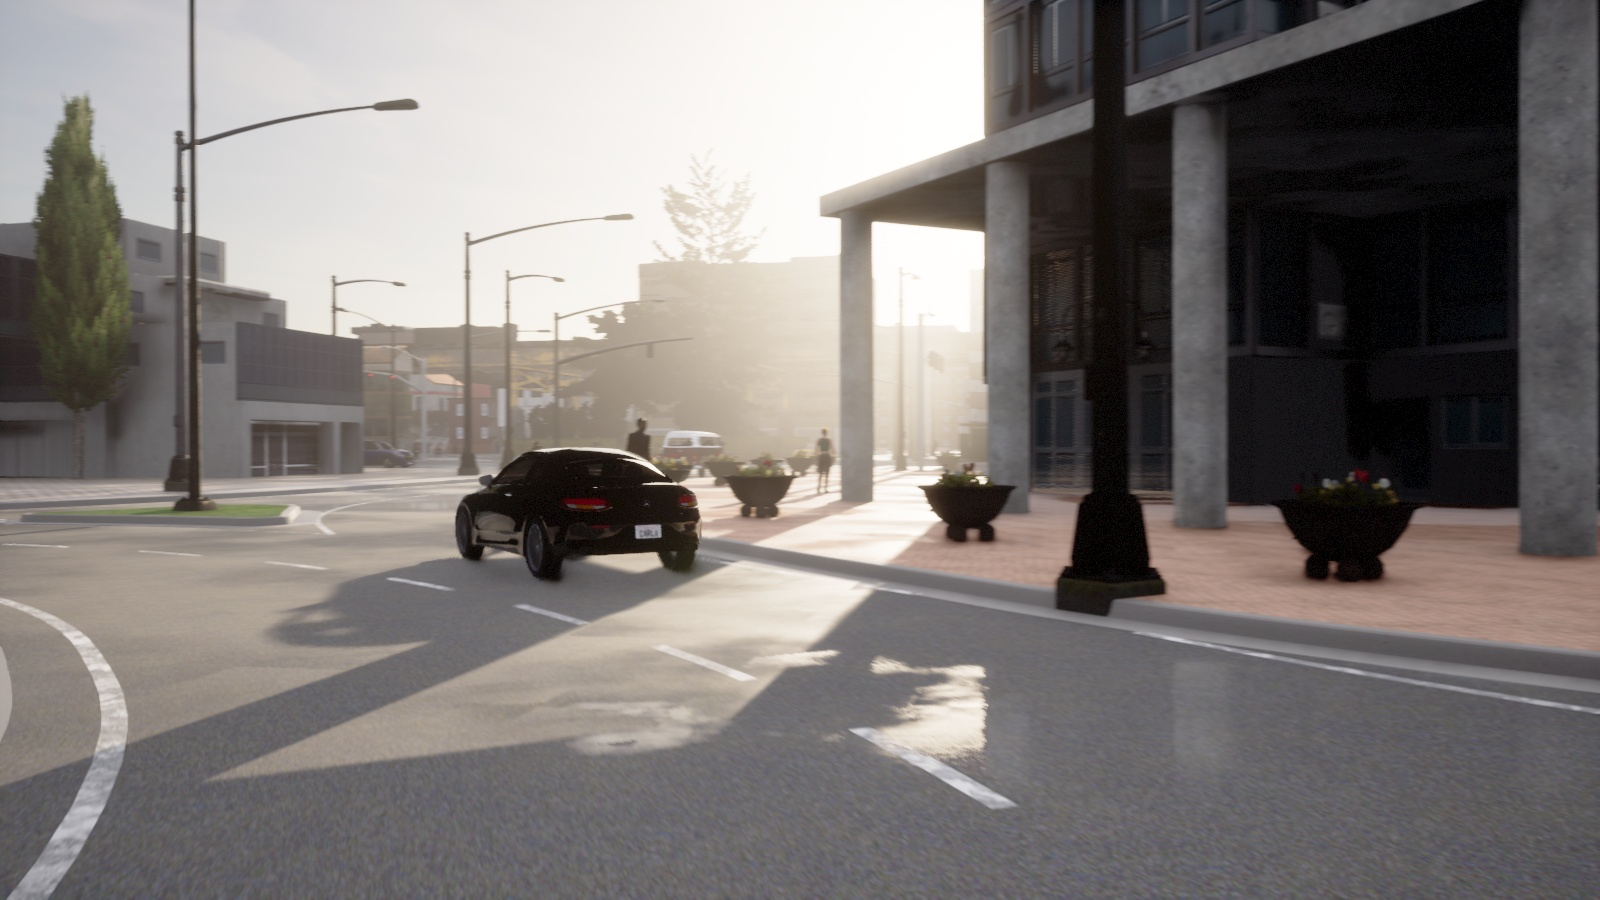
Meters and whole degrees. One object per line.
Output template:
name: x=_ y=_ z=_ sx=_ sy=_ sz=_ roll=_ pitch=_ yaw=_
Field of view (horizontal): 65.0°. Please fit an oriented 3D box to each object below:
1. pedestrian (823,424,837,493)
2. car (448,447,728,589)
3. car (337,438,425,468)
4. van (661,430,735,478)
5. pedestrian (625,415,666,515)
pedestrian: x=0.809 y=0.232 z=33.694 sx=0.345 sy=1.836 sz=0.594 roll=0 pitch=0 yaw=5
car: x=-2.753 y=0.689 z=15.297 sx=1.812 sy=1.442 sz=4.674 roll=0 pitch=0 yaw=-30
car: x=-25.010 y=0.168 z=75.023 sx=4.553 sy=1.767 sz=2.097 roll=0 pitch=0 yaw=12
van: x=-4.511 y=0.157 z=56.147 sx=2.069 sy=2.038 sz=4.480 roll=0 pitch=0 yaw=12
pedestrian: x=-2.886 y=0.268 z=23.499 sx=0.431 sy=1.840 sz=0.703 roll=0 pitch=0 yaw=-42
